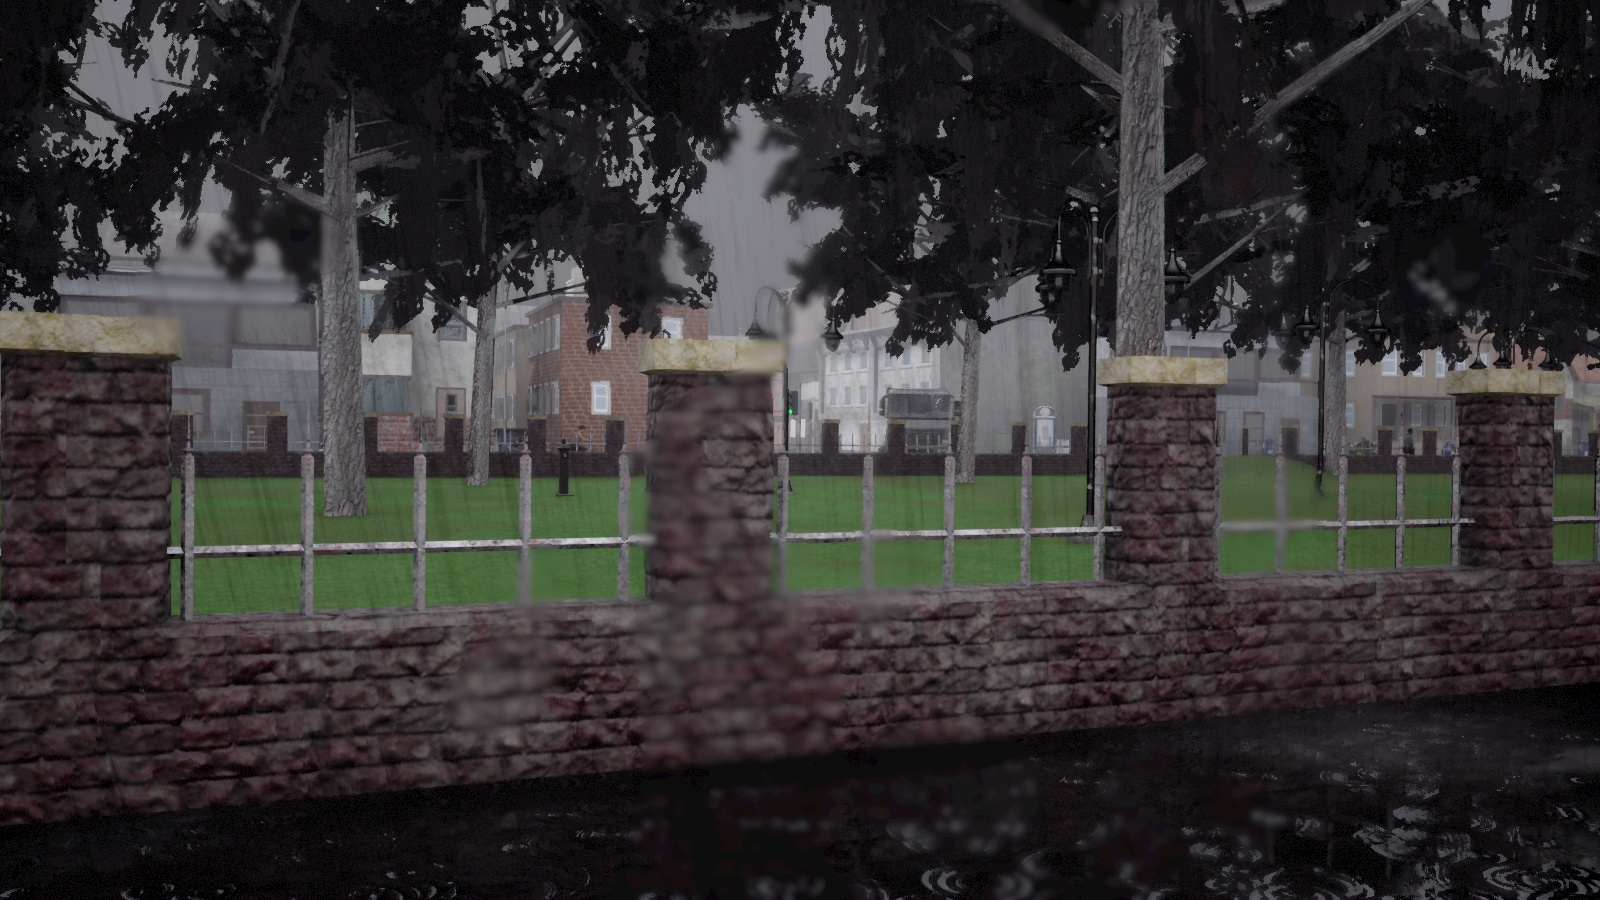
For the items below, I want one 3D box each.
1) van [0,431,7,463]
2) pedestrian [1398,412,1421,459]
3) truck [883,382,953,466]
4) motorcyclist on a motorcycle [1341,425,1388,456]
[{"bbox_3d":[-50.693,-0.168,77.829,1.775,1.987,4.442,-1,1,-21],"label":"van"},{"bbox_3d":[25.404,-0.618,52.317,0.788,1.949,0.423,-1,1,-21],"label":"pedestrian"},{"bbox_3d":[5.264,-1.160,56.427,2.891,3.462,7.936,0,1,5],"label":"truck"},{"bbox_3d":[28.501,-0.507,63.443,2.191,1.530,0.866,-1,1,-21],"label":"motorcyclist on a motorcycle"}]
